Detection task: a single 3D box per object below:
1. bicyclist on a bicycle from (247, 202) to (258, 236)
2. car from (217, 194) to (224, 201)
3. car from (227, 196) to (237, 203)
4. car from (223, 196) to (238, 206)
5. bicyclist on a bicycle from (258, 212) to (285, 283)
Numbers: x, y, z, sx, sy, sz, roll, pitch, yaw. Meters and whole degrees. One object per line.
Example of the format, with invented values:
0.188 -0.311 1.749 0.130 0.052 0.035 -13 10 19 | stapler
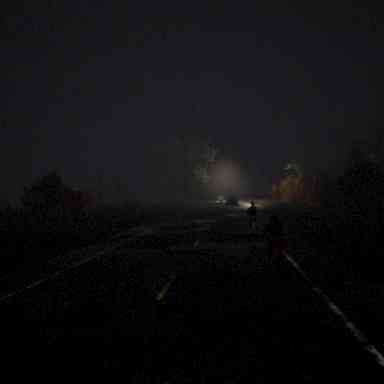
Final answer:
3.154 1.374 17.290 0.659 1.776 1.843 -1 0 7 | bicyclist on a bicycle
7.762 1.455 88.398 2.097 1.767 4.553 -1 0 9 | car
8.889 1.593 73.077 1.994 1.385 4.181 -1 0 8 | car
6.696 1.614 55.558 1.994 1.385 4.181 -1 0 7 | car
2.168 1.443 8.696 0.582 1.620 1.656 -1 -1 7 | bicyclist on a bicycle
